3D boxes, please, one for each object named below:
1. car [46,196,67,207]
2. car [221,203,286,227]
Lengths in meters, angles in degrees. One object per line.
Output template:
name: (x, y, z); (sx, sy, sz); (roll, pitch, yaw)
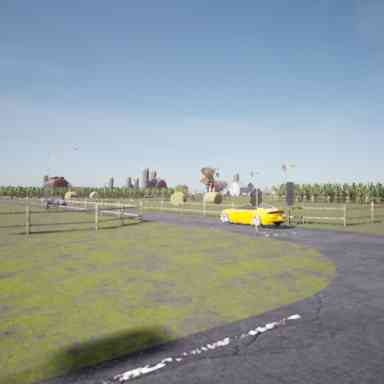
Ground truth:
car: (-19.974, 1.409, 48.908); (2.128, 1.511, 4.902); (1, -1, -40)
car: (4.061, 1.495, 22.750); (1.882, 1.535, 5.008); (1, -1, -35)
